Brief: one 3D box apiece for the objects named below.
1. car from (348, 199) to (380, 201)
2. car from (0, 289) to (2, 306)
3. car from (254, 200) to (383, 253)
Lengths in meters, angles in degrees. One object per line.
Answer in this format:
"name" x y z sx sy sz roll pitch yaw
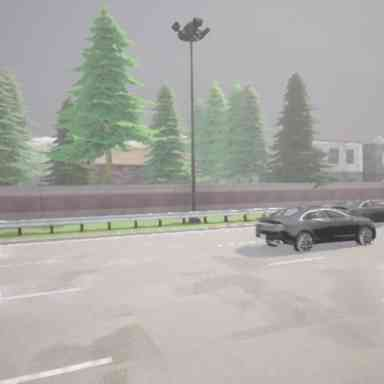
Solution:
"car" 9.706 1.115 18.479 4.902 1.511 2.128 -1 1 -23
"car" -5.328 1.536 4.345 4.902 1.511 2.128 -1 1 -23
"car" 4.668 1.270 12.485 4.902 1.511 2.128 -1 1 -23
